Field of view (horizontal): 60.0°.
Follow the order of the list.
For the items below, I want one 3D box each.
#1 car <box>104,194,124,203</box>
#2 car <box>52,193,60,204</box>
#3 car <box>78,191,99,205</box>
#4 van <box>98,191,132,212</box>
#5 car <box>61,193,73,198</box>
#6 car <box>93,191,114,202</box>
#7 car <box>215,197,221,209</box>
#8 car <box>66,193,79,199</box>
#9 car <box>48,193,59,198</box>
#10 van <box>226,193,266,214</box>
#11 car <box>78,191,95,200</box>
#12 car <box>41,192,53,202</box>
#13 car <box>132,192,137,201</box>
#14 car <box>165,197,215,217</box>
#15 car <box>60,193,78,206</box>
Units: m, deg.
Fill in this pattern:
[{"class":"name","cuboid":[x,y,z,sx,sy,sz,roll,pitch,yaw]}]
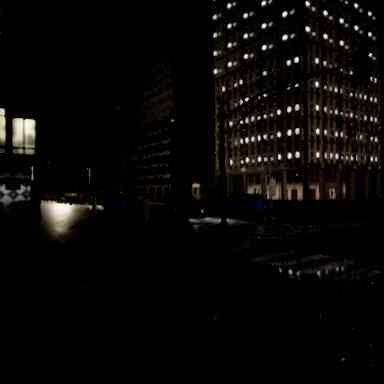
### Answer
[{"class":"car","cuboid":[-13.709,1.066,58.424,1.887,1.381,4.507,-1,1,-34]},{"class":"car","cuboid":[-20.649,1.207,53.728,2.008,1.369,4.403,-1,1,-34]},{"class":"car","cuboid":[-14.748,0.870,49.716,2.150,2.045,5.566,-1,1,-34]},{"class":"van","cuboid":[-8.234,1.107,35.376,1.690,1.788,3.998,-1,1,-34]},{"class":"car","cuboid":[-32.430,0.877,86.091,1.752,1.417,4.829,-1,1,-34]},{"class":"car","cuboid":[-16.815,0.809,63.010,2.192,1.841,5.009,-1,1,-34]},{"class":"car","cuboid":[1.830,1.203,35.501,1.887,1.381,4.507,-1,1,-34]},{"class":"car","cuboid":[-29.230,0.932,81.363,2.008,1.369,4.403,-1,1,-34]},{"class":"car","cuboid":[-36.348,0.898,87.076,1.812,1.442,4.674,-1,1,-34]},{"class":"van","cuboid":[5.006,1.025,30.963,1.690,1.788,3.998,-1,1,-34]},{"class":"car","cuboid":[-23.023,0.752,72.185,2.192,1.841,5.009,-1,1,-34]},{"class":"car","cuboid":[-26.857,1.182,62.905,1.802,1.307,4.206,-1,1,-34]},{"class":"car","cuboid":[-10.607,0.864,53.834,2.192,1.841,5.009,-1,1,-34]},{"class":"car","cuboid":[-0.546,1.264,28.632,2.128,1.511,4.902,-1,1,-34]},{"class":"car","cuboid":[-17.545,1.250,49.141,1.947,1.339,4.313,-1,1,-34]}]
